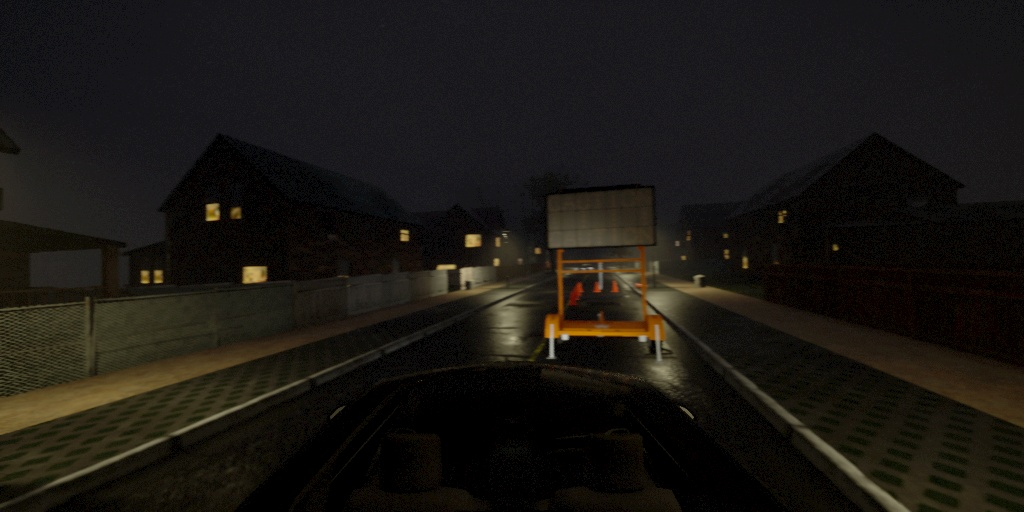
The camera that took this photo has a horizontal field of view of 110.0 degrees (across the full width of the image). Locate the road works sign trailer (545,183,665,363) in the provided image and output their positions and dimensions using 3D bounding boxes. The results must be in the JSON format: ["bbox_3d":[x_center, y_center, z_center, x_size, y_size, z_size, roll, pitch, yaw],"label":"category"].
[{"bbox_3d":[2.086,0.222,8.235,2.380,3.560,2.880,0,0,14],"label":"road works sign trailer"}]
